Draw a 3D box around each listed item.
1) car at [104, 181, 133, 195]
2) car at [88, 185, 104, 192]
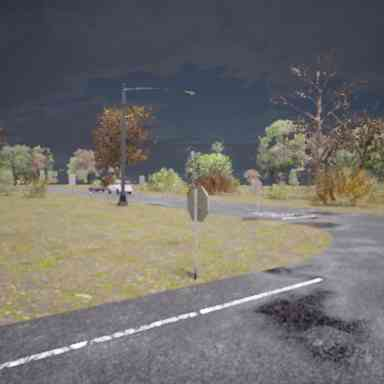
[{"bbox_3d":[-11.173,-0.663,51.698,2.150,2.045,5.566,0,2,-36],"label":"car"},{"bbox_3d":[-17.255,-0.619,60.176,1.895,1.301,4.718,0,2,-36],"label":"car"}]
